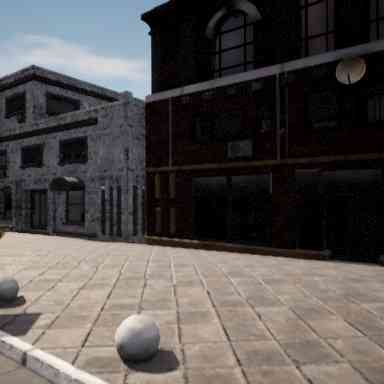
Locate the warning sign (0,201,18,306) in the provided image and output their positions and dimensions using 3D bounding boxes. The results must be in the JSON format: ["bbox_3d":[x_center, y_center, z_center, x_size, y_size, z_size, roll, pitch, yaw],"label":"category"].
[{"bbox_3d":[-4.032,1.105,5.943,1.060,1.860,1.300,0,0,35],"label":"warning sign"}]
